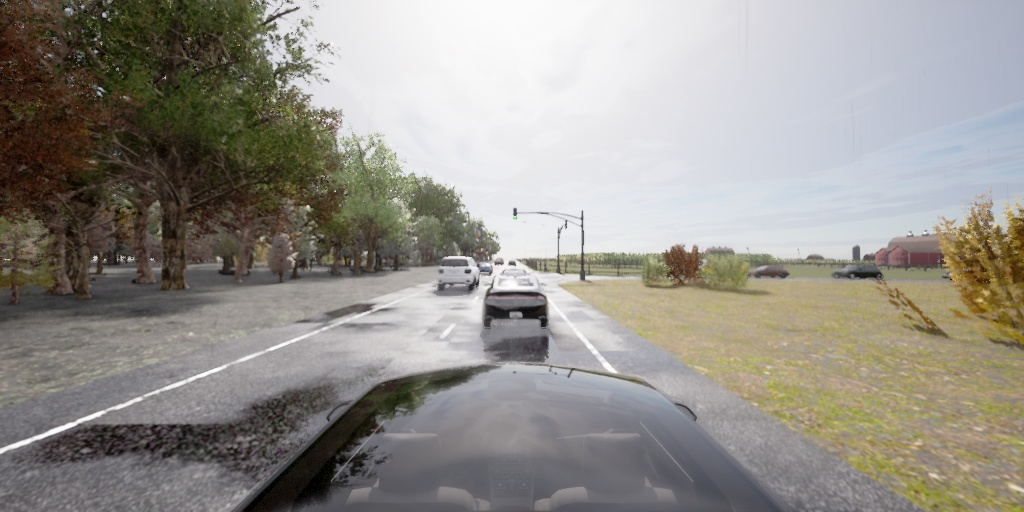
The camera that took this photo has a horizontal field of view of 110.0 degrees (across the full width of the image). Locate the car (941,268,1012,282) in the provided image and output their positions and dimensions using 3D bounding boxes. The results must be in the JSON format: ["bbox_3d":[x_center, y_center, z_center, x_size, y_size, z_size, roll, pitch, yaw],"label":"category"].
[{"bbox_3d":[48.611,2.015,37.621,5.357,1.411,2.033,1,-1,1],"label":"car"}]

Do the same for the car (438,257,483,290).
[{"bbox_3d":[-3.386,1.091,23.610,2.150,2.045,5.566,0,0,0],"label":"car"}]

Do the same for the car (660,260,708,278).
[{"bbox_3d":[19.681,1.453,41.387,5.566,2.045,2.150,1,-1,0],"label":"car"}]

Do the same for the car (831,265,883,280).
[{"bbox_3d":[39.605,1.801,41.271,4.553,1.767,2.097,1,-1,0],"label":"car"}]

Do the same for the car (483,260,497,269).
[{"bbox_3d":[-3.375,1.532,45.205,2.033,1.411,5.357,0,0,0],"label":"car"}]

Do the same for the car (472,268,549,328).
[{"bbox_3d":[0.107,1.297,11.573,2.128,1.511,4.902,0,0,0],"label":"car"}]

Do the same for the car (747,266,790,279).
[{"bbox_3d":[29.365,1.862,41.330,4.674,1.442,1.812,1,-1,0],"label":"car"}]
